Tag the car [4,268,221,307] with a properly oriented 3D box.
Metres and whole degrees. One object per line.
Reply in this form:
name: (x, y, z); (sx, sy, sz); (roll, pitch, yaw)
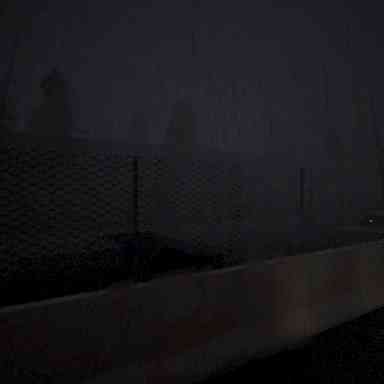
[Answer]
car: (-1.675, 1.598, 7.096); (4.718, 1.301, 1.895); (0, 0, -35)
